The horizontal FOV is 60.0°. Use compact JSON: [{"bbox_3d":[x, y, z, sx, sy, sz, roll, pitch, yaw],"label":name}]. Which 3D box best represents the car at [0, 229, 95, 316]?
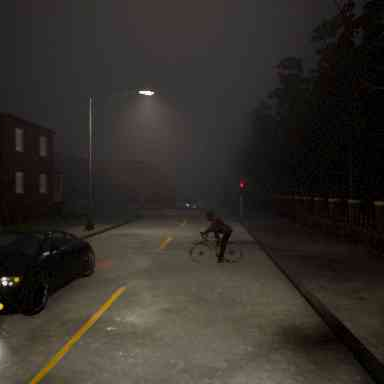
[{"bbox_3d":[-3.730,1.564,7.467,1.994,1.385,4.181,0,0,4],"label":"car"}]

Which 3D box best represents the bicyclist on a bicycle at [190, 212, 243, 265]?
[{"bbox_3d":[0.745,1.439,10.382,1.656,1.620,0.582,-2,0,3],"label":"bicyclist on a bicycle"}]

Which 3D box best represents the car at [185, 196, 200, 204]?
[{"bbox_3d":[-0.114,1.561,62.588,1.994,1.385,4.181,0,0,4],"label":"car"}]

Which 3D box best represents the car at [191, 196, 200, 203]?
[{"bbox_3d":[0.936,1.716,78.095,1.837,1.490,4.892,0,0,4],"label":"car"}]
